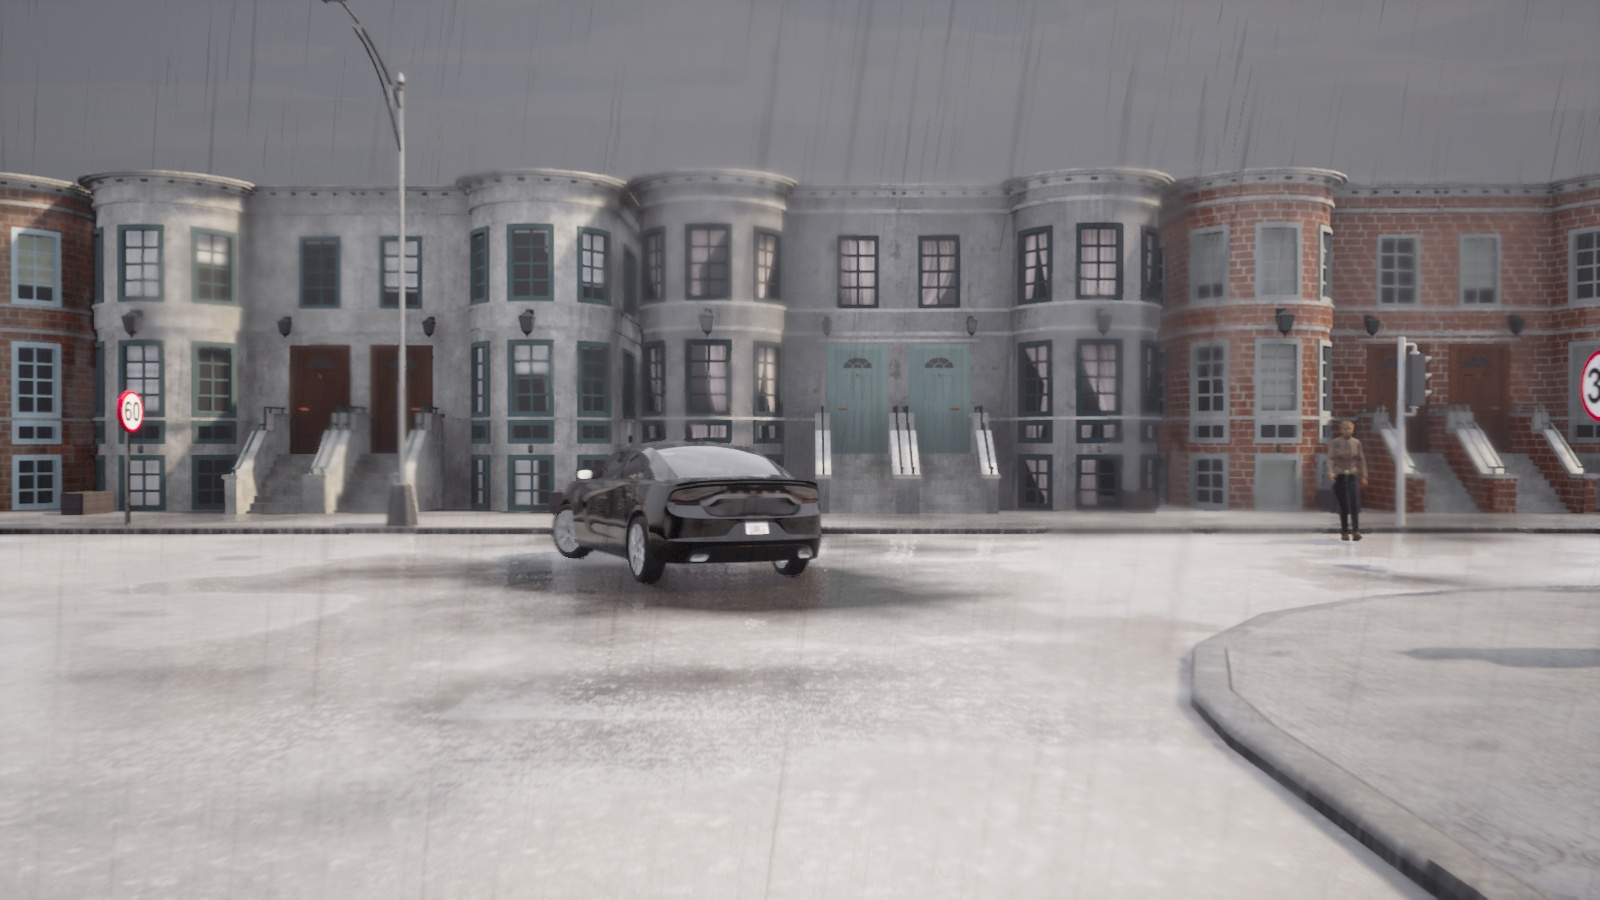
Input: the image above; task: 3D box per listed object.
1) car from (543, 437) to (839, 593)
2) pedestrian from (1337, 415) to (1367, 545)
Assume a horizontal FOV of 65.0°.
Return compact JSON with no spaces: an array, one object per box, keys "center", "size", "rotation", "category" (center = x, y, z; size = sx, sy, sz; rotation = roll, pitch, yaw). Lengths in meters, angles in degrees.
[{"center":[-1.520,0.625,14.946],"size":[1.882,1.535,5.008],"rotation":[0,0,-25],"category":"car"},{"center":[7.979,0.426,18.153],"size":[0.331,1.846,0.634],"rotation":[0,0,18],"category":"pedestrian"}]
